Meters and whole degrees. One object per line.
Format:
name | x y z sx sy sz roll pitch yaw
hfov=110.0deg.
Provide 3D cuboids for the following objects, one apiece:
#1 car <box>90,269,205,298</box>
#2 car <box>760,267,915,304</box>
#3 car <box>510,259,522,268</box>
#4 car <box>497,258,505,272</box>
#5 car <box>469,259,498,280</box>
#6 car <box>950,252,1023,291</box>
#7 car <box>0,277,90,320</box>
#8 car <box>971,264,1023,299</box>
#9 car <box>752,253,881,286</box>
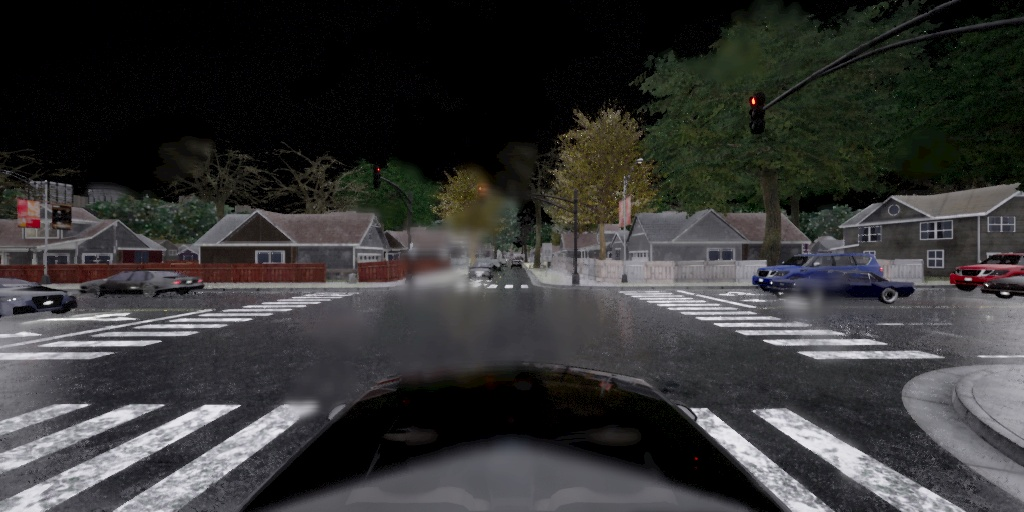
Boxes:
car | -19.107 1.399 18.648 5.357 1.411 2.033 0 0 4
car | 13.557 1.260 15.045 4.718 1.301 1.895 0 0 1
car | 0.747 1.300 61.391 1.837 1.490 4.892 0 0 1
car | -2.413 1.127 45.502 2.097 1.767 4.553 0 0 1
car | -2.615 1.255 31.448 2.128 1.511 4.902 0 0 0
car | 25.853 0.811 18.091 5.566 2.045 2.150 0 0 1
car | -17.589 1.410 12.112 4.181 1.385 1.994 0 0 1
car | 23.207 1.153 14.888 5.357 1.411 2.033 0 0 1
car | 15.487 0.868 18.277 5.566 2.045 2.150 0 0 1
